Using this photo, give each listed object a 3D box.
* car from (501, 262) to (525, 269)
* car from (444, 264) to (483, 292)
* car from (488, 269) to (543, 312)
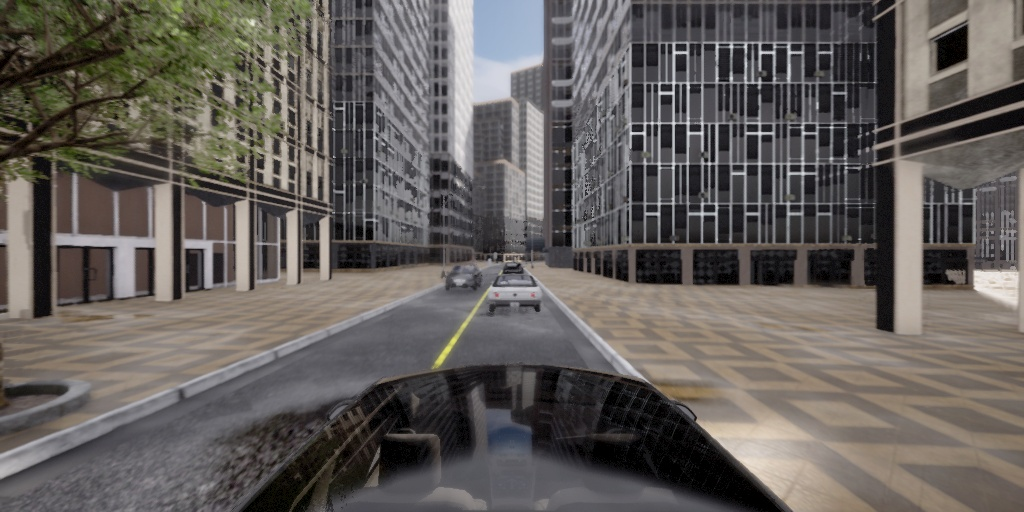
[{"bbox_3d":[0.110,1.286,32.029,1.837,1.490,4.892,0,0,0],"label":"car"},{"bbox_3d":[-2.826,1.258,21.776,2.128,1.511,4.902,0,0,0],"label":"car"},{"bbox_3d":[0.105,1.358,14.318,1.895,1.301,4.718,0,0,0],"label":"car"}]
